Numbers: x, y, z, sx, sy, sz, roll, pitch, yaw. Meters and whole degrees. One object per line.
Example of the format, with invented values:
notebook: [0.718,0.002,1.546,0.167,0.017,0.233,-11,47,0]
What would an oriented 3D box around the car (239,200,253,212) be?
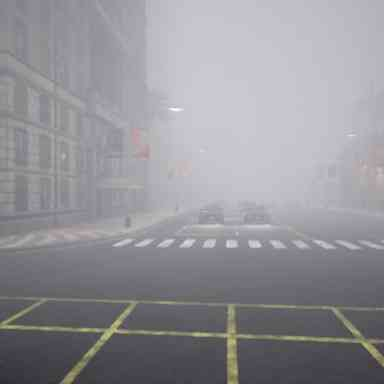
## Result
car: [7.350,1.880,45.553,1.812,1.442,4.674,0,-1,7]

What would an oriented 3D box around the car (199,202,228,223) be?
car: [1.690,1.800,27.381,1.994,1.385,4.181,0,-1,6]

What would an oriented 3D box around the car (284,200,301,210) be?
car: [14.994,1.882,49.787,2.033,1.411,5.357,0,-1,7]

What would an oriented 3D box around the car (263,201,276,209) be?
car: [11.575,1.969,50.619,1.895,1.301,4.718,0,0,7]

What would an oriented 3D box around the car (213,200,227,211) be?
car: [4.099,1.904,47.750,1.837,1.490,4.892,0,0,7]

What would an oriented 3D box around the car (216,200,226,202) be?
car: [2.827,1.917,37.384,1.895,1.301,4.718,0,-1,7]

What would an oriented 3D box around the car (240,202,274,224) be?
car: [5.152,1.768,26.837,1.994,1.385,4.181,0,-1,6]

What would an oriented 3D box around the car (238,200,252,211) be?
car: [6.138,1.780,35.566,1.837,1.490,4.892,0,-1,7]
